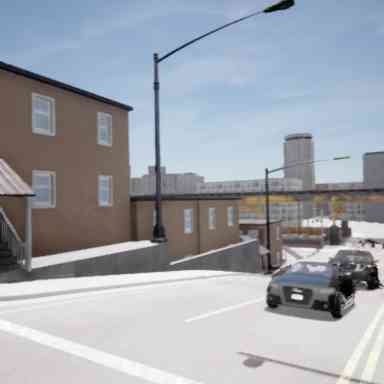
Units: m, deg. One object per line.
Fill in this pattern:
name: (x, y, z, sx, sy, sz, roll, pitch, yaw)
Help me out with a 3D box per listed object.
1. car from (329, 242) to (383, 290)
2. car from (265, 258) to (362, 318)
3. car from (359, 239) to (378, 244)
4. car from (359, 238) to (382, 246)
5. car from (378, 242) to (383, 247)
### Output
car: (9.034, 4.222, 18.431, 2.150, 2.045, 5.566, -2, -14, 32)
car: (3.870, 2.909, 10.474, 1.994, 1.385, 4.181, -3, -11, 33)
car: (38.073, 10.820, 70.942, 2.038, 1.542, 4.974, -1, -2, -14)
car: (38.057, 10.664, 70.997, 1.853, 1.218, 4.536, -1, -2, -14)
car: (41.956, 10.659, 68.466, 4.974, 1.542, 2.038, -1, -2, -4)
